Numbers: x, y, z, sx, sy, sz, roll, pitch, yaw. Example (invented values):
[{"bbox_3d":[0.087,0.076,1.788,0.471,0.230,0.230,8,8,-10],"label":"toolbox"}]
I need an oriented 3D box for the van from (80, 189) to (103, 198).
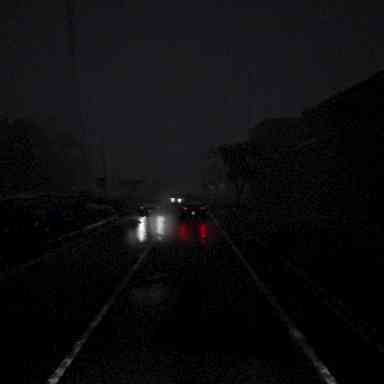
[{"bbox_3d":[-22.015,0.349,72.775,4.442,1.987,1.878,0,1,0],"label":"van"}]

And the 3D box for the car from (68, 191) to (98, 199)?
[{"bbox_3d":[-21.938,0.645,67.228,5.366,1.575,1.946,0,1,0],"label":"car"}]

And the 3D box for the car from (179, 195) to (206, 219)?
[{"bbox_3d":[0.098,1.250,25.479,1.812,1.442,4.674,0,1,0],"label":"car"}]

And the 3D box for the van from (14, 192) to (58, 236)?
[{"bbox_3d":[-8.852,1.130,15.243,4.442,1.987,1.878,0,1,0],"label":"van"}]

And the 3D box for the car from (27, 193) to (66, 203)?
[{"bbox_3d":[-22.095,0.870,50.578,5.008,1.535,2.097,0,1,0],"label":"car"}]

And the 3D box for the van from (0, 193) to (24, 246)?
[{"bbox_3d":[-9.081,1.164,12.441,4.442,1.987,1.878,0,1,0],"label":"van"}]

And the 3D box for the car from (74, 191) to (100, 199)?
[{"bbox_3d":[-22.158,0.641,70.005,4.792,1.488,2.163,0,1,0],"label":"car"}]

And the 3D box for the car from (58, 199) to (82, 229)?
[{"bbox_3d":[-8.967,1.318,18.052,5.008,1.535,2.097,0,1,0],"label":"car"}]

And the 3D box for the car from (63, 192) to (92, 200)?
[{"bbox_3d":[-22.149,0.713,64.454,4.792,1.488,2.163,0,1,0],"label":"car"}]

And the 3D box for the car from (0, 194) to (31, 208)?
[{"bbox_3d":[-22.054,1.053,39.478,4.792,1.488,2.163,0,1,0],"label":"car"}]

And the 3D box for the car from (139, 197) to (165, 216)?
[{"bbox_3d":[-3.351,1.209,28.714,1.812,1.442,4.674,0,1,0],"label":"car"}]

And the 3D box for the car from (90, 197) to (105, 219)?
[{"bbox_3d":[-8.983,1.281,23.659,4.674,1.452,2.002,0,1,0],"label":"car"}]

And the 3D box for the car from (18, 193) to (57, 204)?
[{"bbox_3d":[-22.092,0.948,47.802,4.674,1.452,2.002,0,1,0],"label":"car"}]

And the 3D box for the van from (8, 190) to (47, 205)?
[{"bbox_3d":[-22.208,0.720,45.023,4.442,1.987,1.878,0,1,0],"label":"van"}]

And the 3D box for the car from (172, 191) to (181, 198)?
[{"bbox_3d":[-3.258,0.510,69.541,1.895,1.301,4.718,0,2,0],"label":"car"}]

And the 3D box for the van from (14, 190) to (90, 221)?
[{"bbox_3d":[-9.093,1.054,20.852,4.442,1.987,1.878,0,1,0],"label":"van"}]

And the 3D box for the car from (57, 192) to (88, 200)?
[{"bbox_3d":[-22.110,0.722,61.679,4.892,1.521,2.231,0,1,0],"label":"car"}]

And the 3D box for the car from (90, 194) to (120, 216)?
[{"bbox_3d":[-8.799,1.199,26.461,5.366,1.575,1.946,0,1,0],"label":"car"}]

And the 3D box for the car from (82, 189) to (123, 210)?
[{"bbox_3d":[-8.960,0.912,29.261,5.566,2.045,2.435,0,1,0],"label":"car"}]

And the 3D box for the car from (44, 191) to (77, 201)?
[{"bbox_3d":[-22.139,0.669,56.127,4.553,1.767,2.185,0,1,0],"label":"car"}]
